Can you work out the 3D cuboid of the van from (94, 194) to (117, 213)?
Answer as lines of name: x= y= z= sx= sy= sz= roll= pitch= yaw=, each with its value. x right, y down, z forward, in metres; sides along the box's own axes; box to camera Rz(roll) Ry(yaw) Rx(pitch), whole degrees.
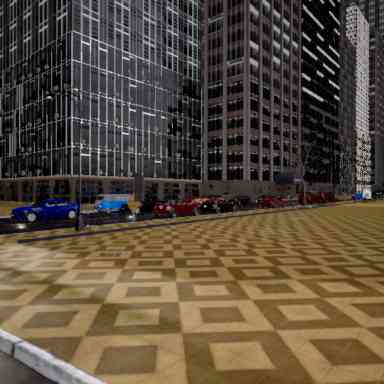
van: x=-7.657 y=1.107 z=32.719 sx=1.690 sy=1.788 sz=3.998 roll=1 pitch=1 yaw=41

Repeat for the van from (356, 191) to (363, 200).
van: x=35.765 y=0.683 z=70.410 sx=1.690 sy=1.788 sz=3.998 roll=1 pitch=1 yaw=41

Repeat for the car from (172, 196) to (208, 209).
car: x=-0.178 y=1.219 z=41.295 sx=1.887 sy=1.381 sz=4.507 roll=1 pitch=1 yaw=41

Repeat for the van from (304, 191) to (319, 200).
van: x=25.711 y=0.695 z=71.549 sx=1.690 sy=1.788 sz=3.998 roll=1 pitch=1 yaw=41

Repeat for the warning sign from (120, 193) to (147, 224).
warning sign: x=-3.620 y=0.977 z=20.725 sx=1.300 sy=1.860 sz=1.060 roll=0 pitch=0 yaw=41

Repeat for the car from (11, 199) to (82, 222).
car: x=-10.787 y=1.319 z=24.899 sx=1.882 sy=1.535 sz=5.008 roll=0 pitch=1 yaw=41

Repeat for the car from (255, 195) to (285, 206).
car: x=10.659 y=1.118 z=45.055 sx=1.837 sy=1.490 sz=4.892 roll=0 pitch=0 yaw=41

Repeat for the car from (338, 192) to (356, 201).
car: x=28.480 y=0.957 z=61.895 sx=1.752 sy=1.417 sz=4.829 roll=1 pitch=1 yaw=41

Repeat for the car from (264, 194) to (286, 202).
car: x=14.618 y=1.057 z=58.582 sx=1.947 sy=1.339 sz=4.313 roll=1 pitch=1 yaw=41

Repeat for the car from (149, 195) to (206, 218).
car: x=-1.116 y=1.241 z=27.101 sx=1.967 sy=1.590 sz=4.097 roll=1 pitch=1 yaw=41

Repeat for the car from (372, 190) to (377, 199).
car: x=39.461 y=0.848 z=74.737 sx=2.008 sy=1.369 sz=4.403 roll=1 pitch=1 yaw=41

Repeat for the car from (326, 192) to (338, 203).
car: x=20.975 y=0.840 z=53.116 sx=2.192 sy=1.841 sz=5.009 roll=1 pitch=1 yaw=41

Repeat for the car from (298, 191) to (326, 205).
car: x=17.278 y=0.885 z=48.793 sx=2.192 sy=1.841 sz=5.009 roll=1 pitch=1 yaw=41

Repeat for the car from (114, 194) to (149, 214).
car: x=-4.635 y=1.242 z=32.093 sx=1.882 sy=1.535 sz=5.008 roll=0 pitch=1 yaw=40

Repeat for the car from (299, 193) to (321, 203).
car: x=19.831 y=1.008 z=55.784 sx=1.837 sy=1.490 sz=4.892 roll=0 pitch=1 yaw=41

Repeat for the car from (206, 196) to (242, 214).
car: x=2.538 y=1.320 z=31.462 sx=1.947 sy=1.339 sz=4.313 roll=1 pitch=1 yaw=41

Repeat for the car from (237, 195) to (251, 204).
car: x=7.222 y=1.148 z=49.935 sx=1.947 sy=1.339 sz=4.313 roll=1 pitch=1 yaw=41

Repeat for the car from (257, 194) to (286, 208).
car: x=9.882 y=1.244 z=40.151 sx=1.802 sy=1.307 sz=4.206 roll=1 pitch=1 yaw=41

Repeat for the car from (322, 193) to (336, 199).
car: x=33.106 y=0.829 z=80.200 sx=1.947 sy=1.339 sz=4.313 roll=1 pitch=1 yaw=41

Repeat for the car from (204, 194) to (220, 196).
car: x=1.914 y=1.035 z=39.703 sx=2.097 sy=1.767 sz=4.553 roll=0 pitch=1 yaw=42
